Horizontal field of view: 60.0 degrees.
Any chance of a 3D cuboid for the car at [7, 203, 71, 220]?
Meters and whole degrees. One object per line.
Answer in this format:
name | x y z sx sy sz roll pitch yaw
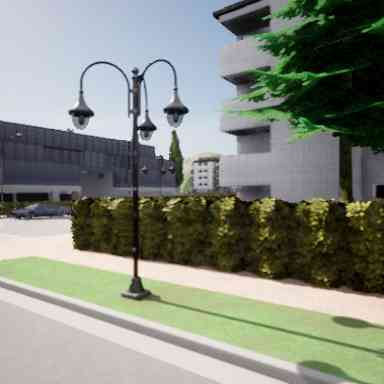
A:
car | -13.745 1.705 30.262 2.033 1.411 5.357 0 0 35
